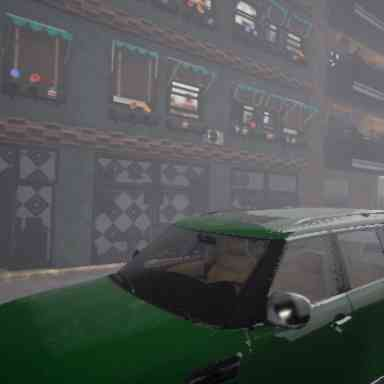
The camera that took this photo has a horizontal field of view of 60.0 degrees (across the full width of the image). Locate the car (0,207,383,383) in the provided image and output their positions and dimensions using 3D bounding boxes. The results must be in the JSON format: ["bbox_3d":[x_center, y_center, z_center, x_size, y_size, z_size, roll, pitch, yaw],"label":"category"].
[{"bbox_3d":[0.666,1.232,3.543,5.566,2.045,2.150,0,0,-35],"label":"car"}]
